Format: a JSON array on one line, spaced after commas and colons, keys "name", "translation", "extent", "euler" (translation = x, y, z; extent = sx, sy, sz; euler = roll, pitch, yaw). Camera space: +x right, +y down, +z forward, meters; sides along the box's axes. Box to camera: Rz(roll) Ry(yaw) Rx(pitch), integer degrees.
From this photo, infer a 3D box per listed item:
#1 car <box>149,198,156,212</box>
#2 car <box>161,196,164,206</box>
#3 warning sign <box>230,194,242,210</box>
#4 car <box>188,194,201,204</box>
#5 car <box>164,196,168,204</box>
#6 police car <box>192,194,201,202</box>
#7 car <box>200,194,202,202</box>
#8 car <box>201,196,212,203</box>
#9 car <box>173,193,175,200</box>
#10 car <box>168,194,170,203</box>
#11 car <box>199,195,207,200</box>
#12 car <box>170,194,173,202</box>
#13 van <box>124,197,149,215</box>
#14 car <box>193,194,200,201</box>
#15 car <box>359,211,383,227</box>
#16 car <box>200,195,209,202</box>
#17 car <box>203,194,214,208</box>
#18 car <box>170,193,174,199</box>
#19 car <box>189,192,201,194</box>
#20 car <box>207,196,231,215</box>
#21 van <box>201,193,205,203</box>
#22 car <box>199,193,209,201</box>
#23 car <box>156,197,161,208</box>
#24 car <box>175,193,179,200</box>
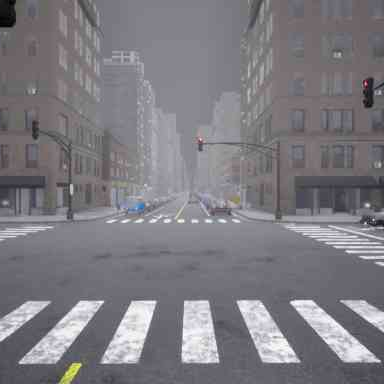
[{"name": "car", "translation": [-5.698, 1.442, 39.092], "extent": [1.967, 1.590, 4.097], "euler": [0, 0, 0]}, {"name": "car", "translation": [-5.651, 1.585, 50.428], "extent": [1.802, 1.307, 4.206], "euler": [0, 0, 0]}, {"name": "warning sign", "translation": [5.230, 1.118, 39.374], "extent": [1.300, 1.860, 1.060], "euler": [0, 0, 0]}, {"name": "car", "translation": [0.261, 1.565, 62.960], "extent": [1.994, 1.385, 4.181], "euler": [0, 0, 0]}, {"name": "car", "translation": [-5.627, 1.568, 56.097], "extent": [1.947, 1.339, 4.313], "euler": [0, 0, 0]}, {"name": "police car", "translation": [1.126, 1.421, 79.487], "extent": [1.930, 1.638, 5.238], "euler": [0, 0, -1]}, {"name": "car", "translation": [2.923, 1.526, 61.905], "extent": [1.752, 1.417, 4.829], "euler": [0, 0, 0]}, {"name": "car", "translation": [2.947, 1.551, 67.405], "extent": [2.008, 1.369, 4.403], "euler": [0, 0, 0]}, {"name": "car", "translation": [-5.532, 1.521, 78.599], "extent": [1.752, 1.417, 4.829], "euler": [0, 0, 0]}, {"name": "car", "translation": [-5.604, 1.527, 61.595], "extent": [1.752, 1.417, 4.829], "euler": [0, 0, 0]}, {"name": "car", "translation": [3.042, 1.557, 90.083], "extent": [1.947, 1.339, 4.313], "euler": [0, 0, 0]}, {"name": "car", "translation": [-5.579, 1.566, 67.433], "extent": [1.947, 1.339, 4.313], "euler": [0, 0, 0]}, {"name": "van", "translation": [-5.722, 1.343, 33.423], "extent": [1.690, 1.788, 3.998], "euler": [0, 0, 0]}, {"name": "car", "translation": [1.159, 1.447, 89.582], "extent": [1.801, 1.575, 5.366], "euler": [0, 0, 0]}, {"name": "car", "translation": [13.453, 1.561, 20.724], "extent": [5.357, 1.411, 2.033], "euler": [0, 0, 0]}, {"name": "car", "translation": [2.994, 1.436, 78.744], "extent": [1.967, 1.590, 4.097], "euler": [0, 0, 0]}, {"name": "car", "translation": [2.851, 1.443, 44.728], "extent": [1.967, 1.590, 4.097], "euler": [0, 0, 0]}, {"name": "car", "translation": [-5.555, 1.543, 73.101], "extent": [1.887, 1.381, 4.507], "euler": [0, 0, 0]}, {"name": "car", "translation": [0.303, 1.038, 72.994], "extent": [2.150, 2.045, 5.566], "euler": [0, 0, 0]}, {"name": "car", "translation": [2.804, 1.442, 33.390], "extent": [1.967, 1.590, 4.097], "euler": [0, 0, 0]}, {"name": "van", "translation": [2.899, 1.343, 56.066], "extent": [1.690, 1.788, 3.998], "euler": [0, 0, 0]}, {"name": "car", "translation": [3.018, 1.308, 84.413], "extent": [2.192, 1.841, 5.009], "euler": [0, 0, 0]}, {"name": "car", "translation": [-5.674, 1.568, 44.760], "extent": [1.947, 1.339, 4.313], "euler": [0, 0, 0]}, {"name": "car", "translation": [-5.484, 1.306, 90.106], "extent": [2.192, 1.841, 5.009], "euler": [0, 0, 0]}]
